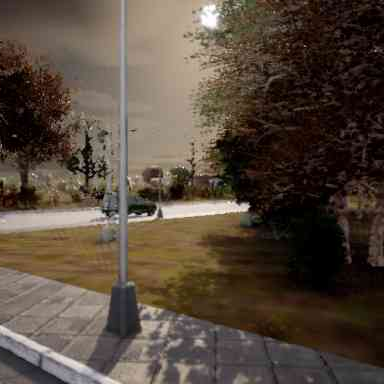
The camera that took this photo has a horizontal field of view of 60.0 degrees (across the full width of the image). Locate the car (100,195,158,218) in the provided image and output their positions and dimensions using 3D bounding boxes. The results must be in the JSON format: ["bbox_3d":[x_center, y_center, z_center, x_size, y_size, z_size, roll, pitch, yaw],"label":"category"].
[{"bbox_3d":[-5.604,1.252,30.140,2.150,2.045,5.566,0,0,39],"label":"car"}]
